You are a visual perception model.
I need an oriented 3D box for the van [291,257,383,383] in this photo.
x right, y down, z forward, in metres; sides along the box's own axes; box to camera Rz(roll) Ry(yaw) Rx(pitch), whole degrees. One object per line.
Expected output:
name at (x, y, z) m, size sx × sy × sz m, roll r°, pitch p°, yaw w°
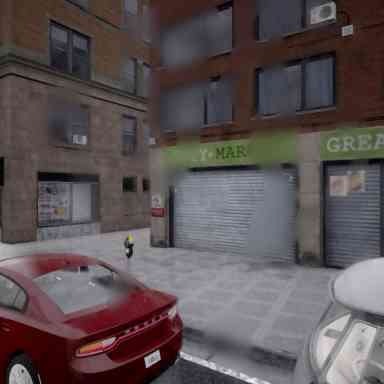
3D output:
van at (2.398, 1.341, 1.367) m, size 3.998 × 1.788 × 1.690 m, roll 0°, pitch 0°, yaw 35°

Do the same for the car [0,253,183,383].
car at (-2.211, 1.544, 4.653) m, size 4.507 × 1.381 × 1.887 m, roll 0°, pitch 0°, yaw 35°
